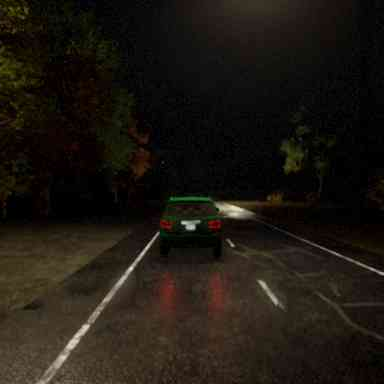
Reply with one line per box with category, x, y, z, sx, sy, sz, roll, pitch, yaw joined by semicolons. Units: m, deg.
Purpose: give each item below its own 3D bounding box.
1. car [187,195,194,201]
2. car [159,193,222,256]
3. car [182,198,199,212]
car;-0.344;1.413;80.743;1.837;1.490;4.892;0;0;0
car;-0.050;1.216;13.284;2.150;2.045;5.566;0;0;0
car;-0.161;1.476;39.259;1.837;1.490;4.892;0;0;0
